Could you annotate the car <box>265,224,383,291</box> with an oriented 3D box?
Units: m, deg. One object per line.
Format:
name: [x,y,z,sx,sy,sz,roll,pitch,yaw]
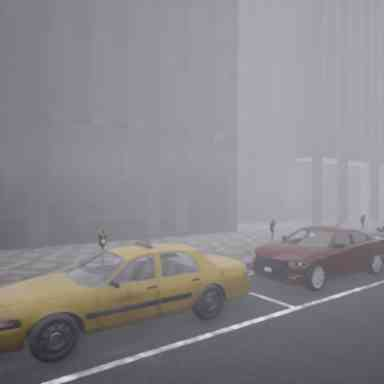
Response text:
car: [3.639,1.622,9.243,4.507,1.381,1.887,1,0,-35]

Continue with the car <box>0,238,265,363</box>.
car: [-1.089,1.548,5.872,4.829,1.417,1.752,1,0,-35]
